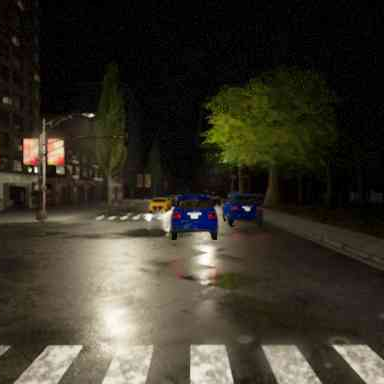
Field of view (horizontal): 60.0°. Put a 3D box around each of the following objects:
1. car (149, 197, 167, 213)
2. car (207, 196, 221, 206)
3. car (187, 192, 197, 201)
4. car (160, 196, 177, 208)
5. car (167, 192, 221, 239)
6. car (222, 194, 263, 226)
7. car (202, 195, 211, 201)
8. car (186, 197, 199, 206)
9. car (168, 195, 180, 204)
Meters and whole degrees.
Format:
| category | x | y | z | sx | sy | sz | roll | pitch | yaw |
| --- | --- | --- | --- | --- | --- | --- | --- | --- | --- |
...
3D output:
| category | x | y | z | sx | sy | sz | roll | pitch | yaw |
| --- | --- | --- | --- | --- | --- | --- | --- | --- | --- |
| car | -3.328 | 1.349 | 35.395 | 1.882 | 1.535 | 5.008 | 0 | 0 | 2 |
| car | 3.346 | 1.330 | 51.215 | 1.837 | 1.490 | 4.892 | 0 | 0 | 0 |
| car | -0.004 | 1.018 | 75.838 | 2.150 | 2.045 | 5.566 | 0 | 0 | 0 |
| car | -3.315 | 1.382 | 47.469 | 2.033 | 1.411 | 5.357 | 0 | 0 | 0 |
| car | 0.100 | 1.160 | 17.040 | 2.150 | 2.045 | 5.566 | 0 | 0 | 0 |
| car | 3.349 | 1.139 | 22.703 | 2.150 | 2.045 | 5.566 | 0 | 0 | 0 |
| car | 3.246 | 1.317 | 75.774 | 1.812 | 1.442 | 4.674 | 0 | 0 | 0 |
| car | 0.097 | 1.427 | 50.896 | 1.895 | 1.301 | 4.718 | 0 | 0 | 0 |
| car | -3.261 | 1.284 | 61.499 | 1.882 | 1.535 | 5.008 | 0 | 0 | 0 |
